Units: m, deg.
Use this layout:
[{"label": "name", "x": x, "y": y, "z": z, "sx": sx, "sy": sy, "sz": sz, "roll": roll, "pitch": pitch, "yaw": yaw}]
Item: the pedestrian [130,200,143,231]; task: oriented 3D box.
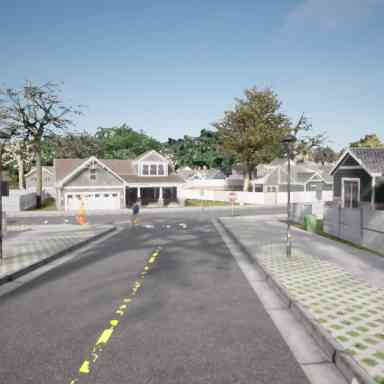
[{"label": "pedestrian", "x": -3.172, "y": 1.275, "z": 18.880, "sx": 0.375, "sy": 1.860, "sz": 0.375, "roll": -3, "pitch": 3, "yaw": 0}]

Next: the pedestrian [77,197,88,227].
[{"label": "pedestrian", "x": -6.492, "y": 1.141, "z": 19.497, "sx": 0.375, "sy": 1.860, "sz": 0.375, "roll": -3, "pitch": 3, "yaw": 0}]
